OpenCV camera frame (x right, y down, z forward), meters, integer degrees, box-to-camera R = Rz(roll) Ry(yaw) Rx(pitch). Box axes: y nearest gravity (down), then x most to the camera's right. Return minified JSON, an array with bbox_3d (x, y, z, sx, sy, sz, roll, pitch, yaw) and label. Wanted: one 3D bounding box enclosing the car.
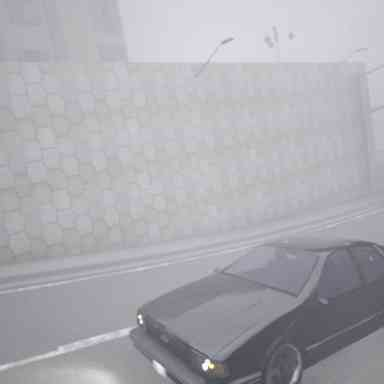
[{"bbox_3d":[1.807,1.455,5.173,5.357,1.411,2.033,-2,1,-35],"label":"car"}]
